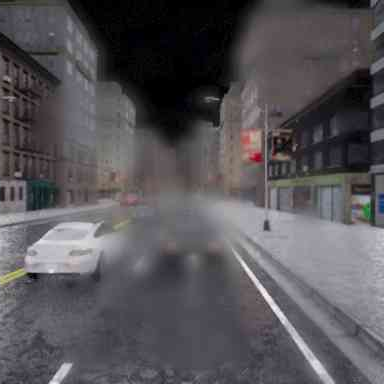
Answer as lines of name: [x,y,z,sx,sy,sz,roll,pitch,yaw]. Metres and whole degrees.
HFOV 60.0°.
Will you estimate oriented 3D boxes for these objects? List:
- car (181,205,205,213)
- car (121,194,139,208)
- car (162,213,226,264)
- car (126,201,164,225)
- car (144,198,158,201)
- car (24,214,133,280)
car: [0.076,1.688,26.874,1.895,1.301,4.718,0,0,0]
car: [-9.787,1.398,52.947,2.150,2.045,5.566,0,0,0]
car: [0.070,1.639,11.881,1.895,1.301,4.718,0,0,0]
car: [-3.194,1.627,24.583,2.033,1.411,5.357,0,0,1]
car: [-6.540,1.653,52.864,1.882,1.535,5.008,0,-1,0]
car: [-3.193,1.557,9.936,1.812,1.442,4.674,0,0,1]
